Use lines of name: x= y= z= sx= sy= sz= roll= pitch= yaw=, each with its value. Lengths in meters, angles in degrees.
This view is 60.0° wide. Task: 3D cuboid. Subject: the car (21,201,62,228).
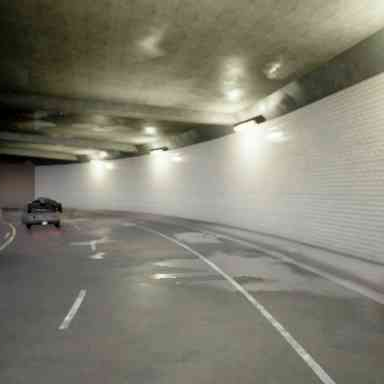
car: x=-9.943 y=1.527 z=21.629 sx=1.895 sy=1.301 sz=4.718 roll=0 pitch=0 yaw=-32

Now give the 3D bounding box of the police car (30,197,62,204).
police car: x=-14.429 y=1.315 z=32.179 sx=5.238 sy=1.638 sz=1.930 roll=0 pitch=0 yaw=44
